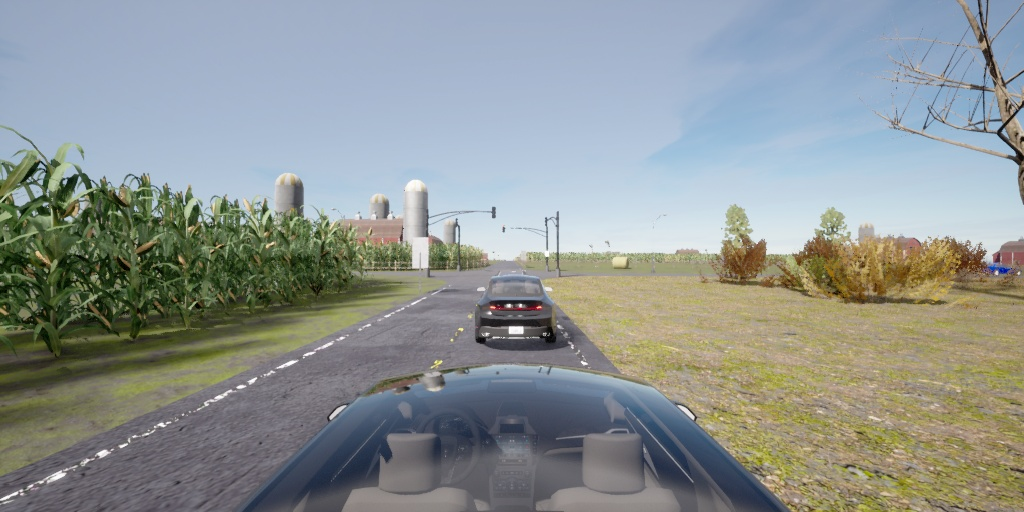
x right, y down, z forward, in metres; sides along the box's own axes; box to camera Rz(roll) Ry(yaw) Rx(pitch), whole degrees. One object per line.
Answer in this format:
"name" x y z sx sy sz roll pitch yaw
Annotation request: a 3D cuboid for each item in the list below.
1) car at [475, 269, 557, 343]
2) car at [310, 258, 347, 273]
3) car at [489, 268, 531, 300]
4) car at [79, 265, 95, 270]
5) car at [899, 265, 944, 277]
"car" 0.080 1.259 9.686 1.837 1.490 4.892 0 0 0
"car" -19.826 0.931 37.674 4.553 1.767 2.097 0 -1 -3
"car" 0.033 1.360 18.838 1.895 1.301 4.718 0 0 4
"car" -44.771 0.949 36.326 4.181 1.385 1.994 0 -1 -3
"car" 48.561 1.768 42.548 4.181 1.385 1.994 1 -1 -5
